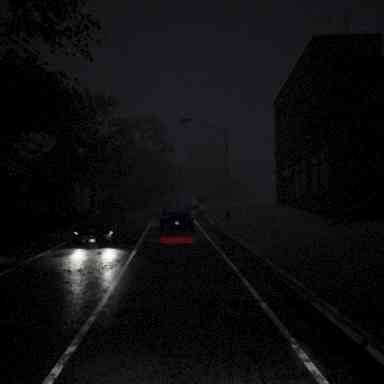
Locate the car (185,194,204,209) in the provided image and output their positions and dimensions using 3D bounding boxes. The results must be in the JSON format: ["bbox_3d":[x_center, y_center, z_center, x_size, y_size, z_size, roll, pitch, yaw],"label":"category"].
[{"bbox_3d":[-0.118,1.399,40.678,1.812,1.442,4.674,-1,0,10],"label":"car"}]

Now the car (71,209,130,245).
[{"bbox_3d":[-4.108,1.538,15.841,2.033,1.411,5.357,0,0,-4],"label":"car"}]

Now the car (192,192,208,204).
[{"bbox_3d":[0.953,1.110,56.046,2.150,2.045,5.566,-3,-1,24],"label":"car"}]

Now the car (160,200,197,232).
[{"bbox_3d":[-0.928,1.471,19.962,1.882,1.535,5.008,0,0,-3],"label":"car"}]
